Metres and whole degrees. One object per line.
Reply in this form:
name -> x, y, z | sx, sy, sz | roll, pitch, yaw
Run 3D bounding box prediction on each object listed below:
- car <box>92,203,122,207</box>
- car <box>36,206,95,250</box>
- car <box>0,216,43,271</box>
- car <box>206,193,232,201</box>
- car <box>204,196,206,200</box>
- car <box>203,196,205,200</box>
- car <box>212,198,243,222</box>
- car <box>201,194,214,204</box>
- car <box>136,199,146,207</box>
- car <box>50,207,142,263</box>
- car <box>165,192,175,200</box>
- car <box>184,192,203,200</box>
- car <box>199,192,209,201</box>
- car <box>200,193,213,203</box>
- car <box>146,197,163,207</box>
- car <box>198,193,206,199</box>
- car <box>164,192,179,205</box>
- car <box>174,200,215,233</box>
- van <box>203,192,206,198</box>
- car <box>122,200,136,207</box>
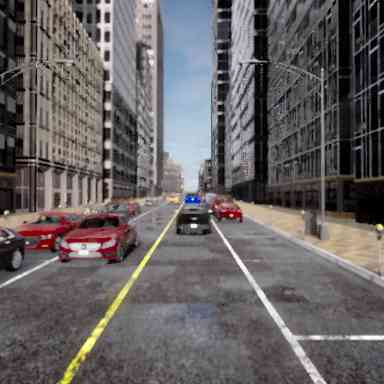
car -> -5.681, 1.474, 19.189 | 2.008, 1.369, 4.403 | 1, 0, 0
car -> -5.680, 1.490, 13.614 | 1.887, 1.381, 4.507 | 1, 0, 0
car -> -5.678, 1.518, 8.039 | 2.008, 1.369, 4.403 | 1, 0, 0
car -> 2.701, 1.195, 30.425 | 2.192, 1.841, 5.009 | 1, 0, 0
car -> 2.695, 1.423, 36.003 | 1.947, 1.339, 4.313 | 1, 0, 0
car -> 2.693, 1.418, 41.580 | 1.802, 1.307, 4.206 | 1, 0, 0
car -> 2.698, 1.446, 24.848 | 1.887, 1.381, 4.507 | 1, 0, 0
car -> 2.691, 1.211, 58.310 | 1.967, 1.590, 4.097 | 1, 0, 0
car -> -5.684, 1.424, 30.340 | 1.887, 1.381, 4.507 | 1, 0, 0
car -> -3.102, 1.478, 11.863 | 1.812, 1.442, 4.674 | 0, 0, 0
car -> -5.695, 0.981, 86.089 | 2.192, 1.841, 5.009 | 1, 0, 0
car -> 0.089, 1.040, 46.090 | 2.150, 2.045, 5.566 | 0, 0, 0
car -> 2.689, 1.023, 75.042 | 2.192, 1.841, 5.009 | 1, 0, 0
car -> 2.691, 1.065, 63.887 | 2.192, 1.841, 5.009 | 1, 0, 0
car -> -5.689, 1.365, 47.065 | 2.008, 1.369, 4.403 | 1, 0, 0
car -> 2.682, 1.085, 91.773 | 1.967, 1.590, 4.097 | 1, 0, 0
car -> -3.071, 1.264, 54.318 | 1.882, 1.535, 5.008 | 0, 0, 0
car -> 0.095, 1.429, 18.942 | 1.837, 1.490, 4.892 | 0, 0, 0
van -> 2.696, 1.155, 47.156 | 1.690, 1.788, 3.998 | 1, 0, 0
car -> -5.683, 1.467, 24.765 | 1.947, 1.339, 4.313 | 1, 0, 0
